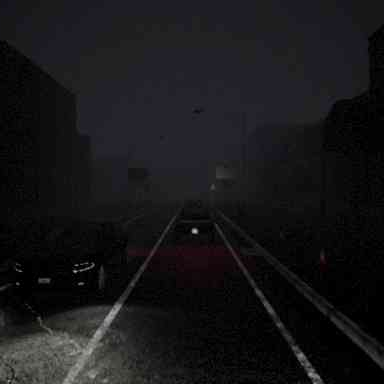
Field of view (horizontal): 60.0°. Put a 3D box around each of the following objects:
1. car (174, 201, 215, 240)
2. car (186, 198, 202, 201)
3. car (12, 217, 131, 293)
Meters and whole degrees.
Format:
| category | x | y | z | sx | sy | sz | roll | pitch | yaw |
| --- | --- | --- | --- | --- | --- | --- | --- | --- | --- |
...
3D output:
| category | x | y | z | sx | sy | sz | roll | pitch | yaw |
| --- | --- | --- | --- | --- | --- | --- | --- | --- | --- |
| car | 0.136 | 1.455 | 16.737 | 2.128 | 1.511 | 4.902 | 0 | 1 | 0 |
| car | 0.197 | 1.326 | 38.745 | 1.895 | 1.301 | 4.718 | 0 | 0 | 0 |
| car | -2.980 | 1.510 | 9.219 | 1.882 | 1.535 | 5.008 | 0 | 0 | 0 |
